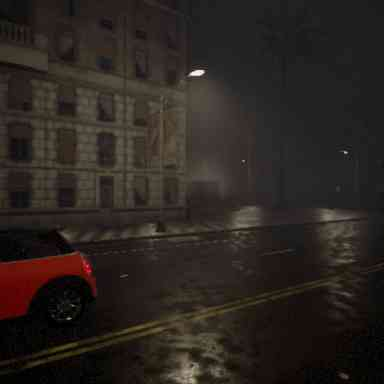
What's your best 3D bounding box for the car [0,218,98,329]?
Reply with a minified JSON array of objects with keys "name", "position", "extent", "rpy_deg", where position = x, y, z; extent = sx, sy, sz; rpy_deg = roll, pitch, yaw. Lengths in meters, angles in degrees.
[{"name":"car","position":[-4.003,1.364,5.386],"extent":[4.553,1.767,2.097],"rpy_deg":[0,0,-36]}]
